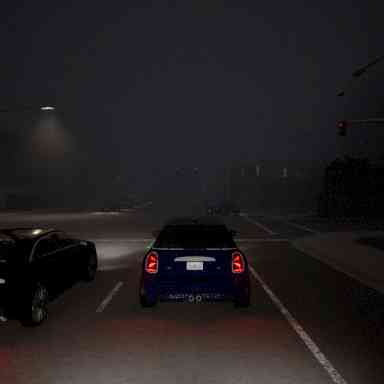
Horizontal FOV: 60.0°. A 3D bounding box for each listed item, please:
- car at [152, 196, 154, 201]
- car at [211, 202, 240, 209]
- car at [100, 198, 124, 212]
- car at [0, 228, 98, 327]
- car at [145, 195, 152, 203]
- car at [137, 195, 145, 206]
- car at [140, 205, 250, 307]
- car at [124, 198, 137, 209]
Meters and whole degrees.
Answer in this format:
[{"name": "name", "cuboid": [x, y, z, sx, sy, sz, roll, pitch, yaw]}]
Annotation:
[{"name": "car", "cuboid": [-10.638, 1.637, 82.918, 2.128, 1.511, 4.902, 0, 0, 0]}, {"name": "car", "cuboid": [3.409, 1.787, 36.069, 1.812, 1.442, 4.674, -1, -1, 43]}, {"name": "car", "cuboid": [-10.669, 1.857, 43.910, 1.812, 1.442, 4.674, 0, 0, 0]}, {"name": "car", "cuboid": [-3.446, 1.503, 7.015, 2.128, 1.511, 4.902, 0, 0, 0]}, {"name": "car", "cuboid": [-10.621, 1.556, 72.785, 2.097, 1.767, 4.553, 0, 1, 0]}, {"name": "car", "cuboid": [-10.660, 1.821, 62.732, 1.882, 1.535, 5.008, 0, 1, 0]}, {"name": "car", "cuboid": [0.060, 1.364, 8.155, 2.097, 1.767, 4.553, 0, 0, 0]}, {"name": "car", "cuboid": [-10.681, 1.743, 52.946, 2.097, 1.767, 4.553, 0, 0, 0]}]
